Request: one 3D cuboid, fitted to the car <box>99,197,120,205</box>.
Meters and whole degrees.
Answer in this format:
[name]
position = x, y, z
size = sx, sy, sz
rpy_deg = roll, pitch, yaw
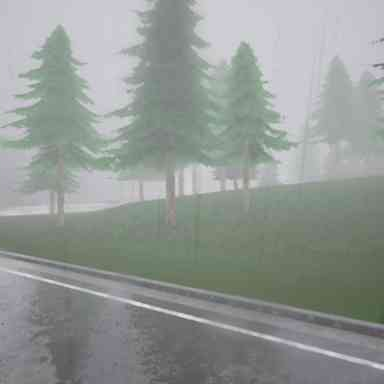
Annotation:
[car]
position = -17.664, 1.880, 71.185
size = 2.097, 1.767, 4.553
rpy_deg = -1, 0, 35
